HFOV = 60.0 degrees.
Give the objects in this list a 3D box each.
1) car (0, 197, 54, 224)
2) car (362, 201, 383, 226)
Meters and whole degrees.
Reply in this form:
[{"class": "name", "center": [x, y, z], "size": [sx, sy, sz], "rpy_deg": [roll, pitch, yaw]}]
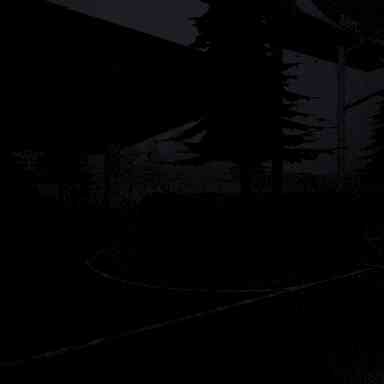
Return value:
[{"class": "car", "center": [-11.963, 1.313, 23.475], "size": [3.866, 1.878, 1.905], "rpy_deg": [0, 0, -36]}, {"class": "car", "center": [11.384, 1.317, 21.315], "size": [2.128, 1.511, 4.902], "rpy_deg": [0, 1, -36]}]
